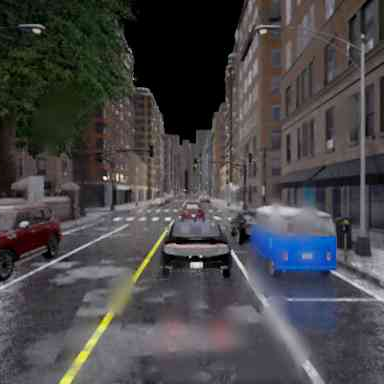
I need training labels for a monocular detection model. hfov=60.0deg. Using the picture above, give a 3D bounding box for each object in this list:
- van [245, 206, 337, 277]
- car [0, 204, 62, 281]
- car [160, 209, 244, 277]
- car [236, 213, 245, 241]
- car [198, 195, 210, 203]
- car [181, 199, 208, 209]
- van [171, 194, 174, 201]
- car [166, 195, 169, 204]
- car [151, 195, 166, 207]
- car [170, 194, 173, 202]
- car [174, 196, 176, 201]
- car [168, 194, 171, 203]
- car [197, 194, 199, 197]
[{"bbox_3d":[2.857,1.365,10.087,1.690,1.788,3.998,0,0,0],"label":"van"},{"bbox_3d":[-5.668,1.338,10.048,2.192,1.841,5.009,0,0,0],"label":"car"},{"bbox_3d":[0.103,1.516,10.289,2.128,1.511,4.902,0,0,0],"label":"car"},{"bbox_3d":[2.858,1.601,15.747,1.947,1.339,4.313,0,0,0],"label":"car"},{"bbox_3d":[2.863,1.578,70.124,1.967,1.590,4.097,0,0,0],"label":"car"},{"bbox_3d":[0.105,1.581,26.612,1.812,1.442,4.674,0,0,0],"label":"car"},{"bbox_3d":[-5.662,1.492,75.540,1.690,1.788,3.998,0,0,0],"label":"van"},{"bbox_3d":[-5.663,1.663,59.187,2.008,1.369,4.403,0,0,0],"label":"car"},{"bbox_3d":[-5.663,1.626,53.567,1.752,1.417,4.829,0,0,0],"label":"car"},{"bbox_3d":[-5.662,1.682,70.089,1.887,1.381,4.507,0,0,0],"label":"car"},{"bbox_3d":[-5.661,1.717,80.990,2.008,1.369,4.403,0,0,0],"label":"car"},{"bbox_3d":[-5.662,1.669,64.638,1.887,1.381,4.507,0,0,0],"label":"car"},{"bbox_3d":[2.865,1.717,81.021,2.008,1.369,4.403,0,0,0],"label":"car"}]
